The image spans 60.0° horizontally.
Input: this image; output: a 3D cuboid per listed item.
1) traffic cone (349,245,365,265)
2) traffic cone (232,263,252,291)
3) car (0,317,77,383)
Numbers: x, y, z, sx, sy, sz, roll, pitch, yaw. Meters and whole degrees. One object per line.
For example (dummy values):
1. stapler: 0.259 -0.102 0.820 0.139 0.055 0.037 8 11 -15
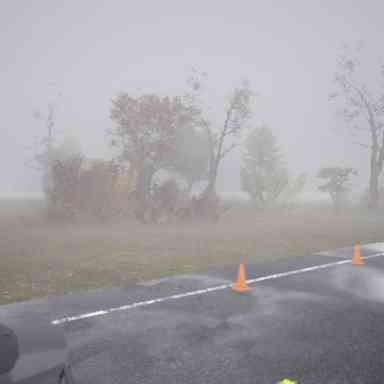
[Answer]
1. traffic cone: 5.295 1.988 10.661 0.340 0.580 0.340 0 0 -34
2. traffic cone: 1.164 1.971 7.800 0.340 0.580 0.340 0 0 -35
3. car: -2.997 1.497 1.347 4.892 1.490 1.837 0 0 -36
